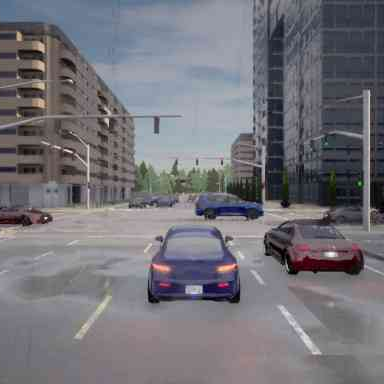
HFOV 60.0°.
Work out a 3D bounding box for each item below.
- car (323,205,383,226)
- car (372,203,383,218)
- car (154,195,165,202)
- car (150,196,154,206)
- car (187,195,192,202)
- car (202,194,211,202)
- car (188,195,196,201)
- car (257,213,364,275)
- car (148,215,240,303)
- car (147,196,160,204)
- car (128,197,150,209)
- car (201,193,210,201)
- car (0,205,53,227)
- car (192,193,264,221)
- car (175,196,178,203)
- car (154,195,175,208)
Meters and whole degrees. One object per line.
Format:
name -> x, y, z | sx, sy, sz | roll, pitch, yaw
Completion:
car -> 11.480, 1.621, 23.478 | 4.181, 1.385, 1.994 | 0, 0, 0
car -> 19.462, 1.656, 30.665 | 4.718, 1.301, 1.895 | 0, 0, 0
car -> -7.182, 1.496, 74.080 | 1.837, 1.490, 4.892 | 0, 0, 1
car -> -7.455, 1.564, 54.906 | 1.994, 1.385, 4.181 | 0, 0, 2
car -> -0.144, 1.540, 77.420 | 2.033, 1.411, 5.357 | 0, 0, 1
car -> 3.358, 1.355, 77.627 | 2.097, 1.767, 4.553 | 0, 0, 1
car -> -0.033, 1.525, 87.763 | 2.128, 1.511, 4.902 | 0, 0, 1
car -> 3.557, 1.564, 10.484 | 1.994, 1.385, 4.181 | 0, 0, 0
car -> 0.048, 1.526, 8.062 | 1.812, 1.442, 4.674 | 0, 0, 0
car -> -7.343, 1.478, 63.722 | 1.882, 1.535, 5.008 | 0, 0, 1
car -> -7.495, 1.505, 46.012 | 1.837, 1.490, 4.892 | 0, 0, 1
car -> 3.468, 1.225, 87.790 | 2.150, 2.045, 5.566 | 0, 0, 1
car -> -11.706, 1.603, 22.729 | 4.181, 1.385, 1.994 | -1, 0, 14
car -> 2.968, 1.248, 26.995 | 5.566, 2.045, 2.150 | 0, 0, 0
car -> -3.929, 1.526, 58.460 | 1.812, 1.442, 4.674 | 0, 0, 1
car -> -3.984, 1.352, 48.972 | 2.097, 1.767, 4.553 | 0, 0, 0
